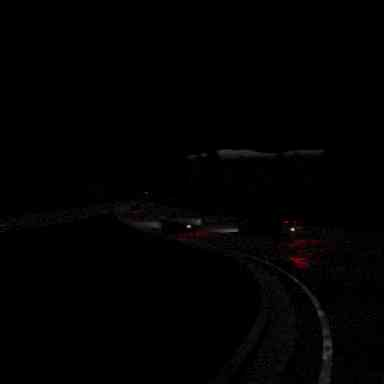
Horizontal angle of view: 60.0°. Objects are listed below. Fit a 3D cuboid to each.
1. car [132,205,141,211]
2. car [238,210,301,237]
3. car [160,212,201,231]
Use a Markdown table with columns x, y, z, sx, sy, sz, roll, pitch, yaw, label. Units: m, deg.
| x | y | z | sx | sy | sz | roll | pitch | yaw | label |
| --- | --- | --- | --- | --- | --- | --- | --- | --- | --- |
| -11.372 | 3.298 | 68.310 | 1.895 | 1.301 | 4.718 | -1 | -1 | -9 | car |
| 4.681 | 1.906 | 20.796 | 1.837 | 1.490 | 4.892 | 0 | -1 | -23 | car |
| -1.033 | 2.192 | 25.517 | 1.895 | 1.301 | 4.718 | 0 | -1 | -22 | car |
